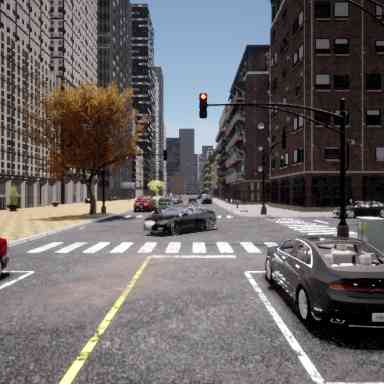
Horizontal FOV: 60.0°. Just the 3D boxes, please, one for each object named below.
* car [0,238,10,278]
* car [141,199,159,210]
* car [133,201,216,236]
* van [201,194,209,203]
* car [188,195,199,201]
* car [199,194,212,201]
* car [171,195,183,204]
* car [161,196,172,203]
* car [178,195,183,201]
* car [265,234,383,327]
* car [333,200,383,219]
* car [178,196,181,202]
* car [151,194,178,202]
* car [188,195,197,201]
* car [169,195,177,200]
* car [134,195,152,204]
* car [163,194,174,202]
[{"bbox_3d":[-5.675,1.545,6.943,1.887,1.381,4.507,0,0,0],"label":"car"},{"bbox_3d":[-5.584,1.592,44.854,1.947,1.339,4.313,0,0,0],"label":"car"},{"bbox_3d":[-0.605,1.497,18.611,2.128,1.511,4.902,-1,0,41],"label":"car"},{"bbox_3d":[2.863,1.402,72.448,1.690,1.788,3.998,0,0,0],"label":"van"},{"bbox_3d":[0.165,1.546,68.638,2.128,1.511,4.902,0,0,0],"label":"car"},{"bbox_3d":[2.837,1.611,61.402,1.947,1.339,4.313,0,0,0],"label":"car"},{"bbox_3d":[-2.886,1.402,65.114,2.097,1.767,4.553,0,0,1],"label":"car"},{"bbox_3d":[-5.517,1.627,72.469,1.947,1.339,4.313,0,0,0],"label":"car"},{"bbox_3d":[-2.957,1.529,55.309,2.128,1.511,4.902,0,0,0],"label":"car"},{"bbox_3d":[2.705,1.551,6.923,2.008,1.369,4.403,0,0,0],"label":"car"},{"bbox_3d":[13.489,1.350,26.302,4.403,1.369,2.008,-1,1,0],"label":"car"},{"bbox_3d":[-2.988,1.629,45.996,1.895,1.301,4.718,0,0,0],"label":"car"},{"bbox_3d":[-2.983,1.371,37.013,2.097,1.767,4.553,0,0,-1],"label":"car"},{"bbox_3d":[0.191,1.462,79.061,2.033,1.411,5.357,0,0,0],"label":"car"},{"bbox_3d":[-5.464,1.654,94.560,2.008,1.369,4.403,0,0,0],"label":"car"},{"bbox_3d":[-5.598,1.336,39.331,2.192,1.841,5.009,0,0,0],"label":"car"},{"bbox_3d":[-5.504,1.386,77.991,2.192,1.841,5.009,0,0,0],"label":"car"}]
